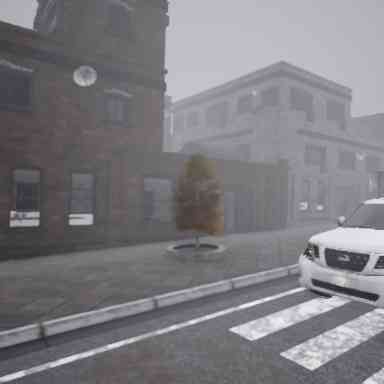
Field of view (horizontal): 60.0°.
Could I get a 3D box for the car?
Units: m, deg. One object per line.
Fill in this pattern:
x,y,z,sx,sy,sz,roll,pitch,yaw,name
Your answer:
4.691,1.109,7.122,5.566,2.045,2.150,0,0,-36,car
